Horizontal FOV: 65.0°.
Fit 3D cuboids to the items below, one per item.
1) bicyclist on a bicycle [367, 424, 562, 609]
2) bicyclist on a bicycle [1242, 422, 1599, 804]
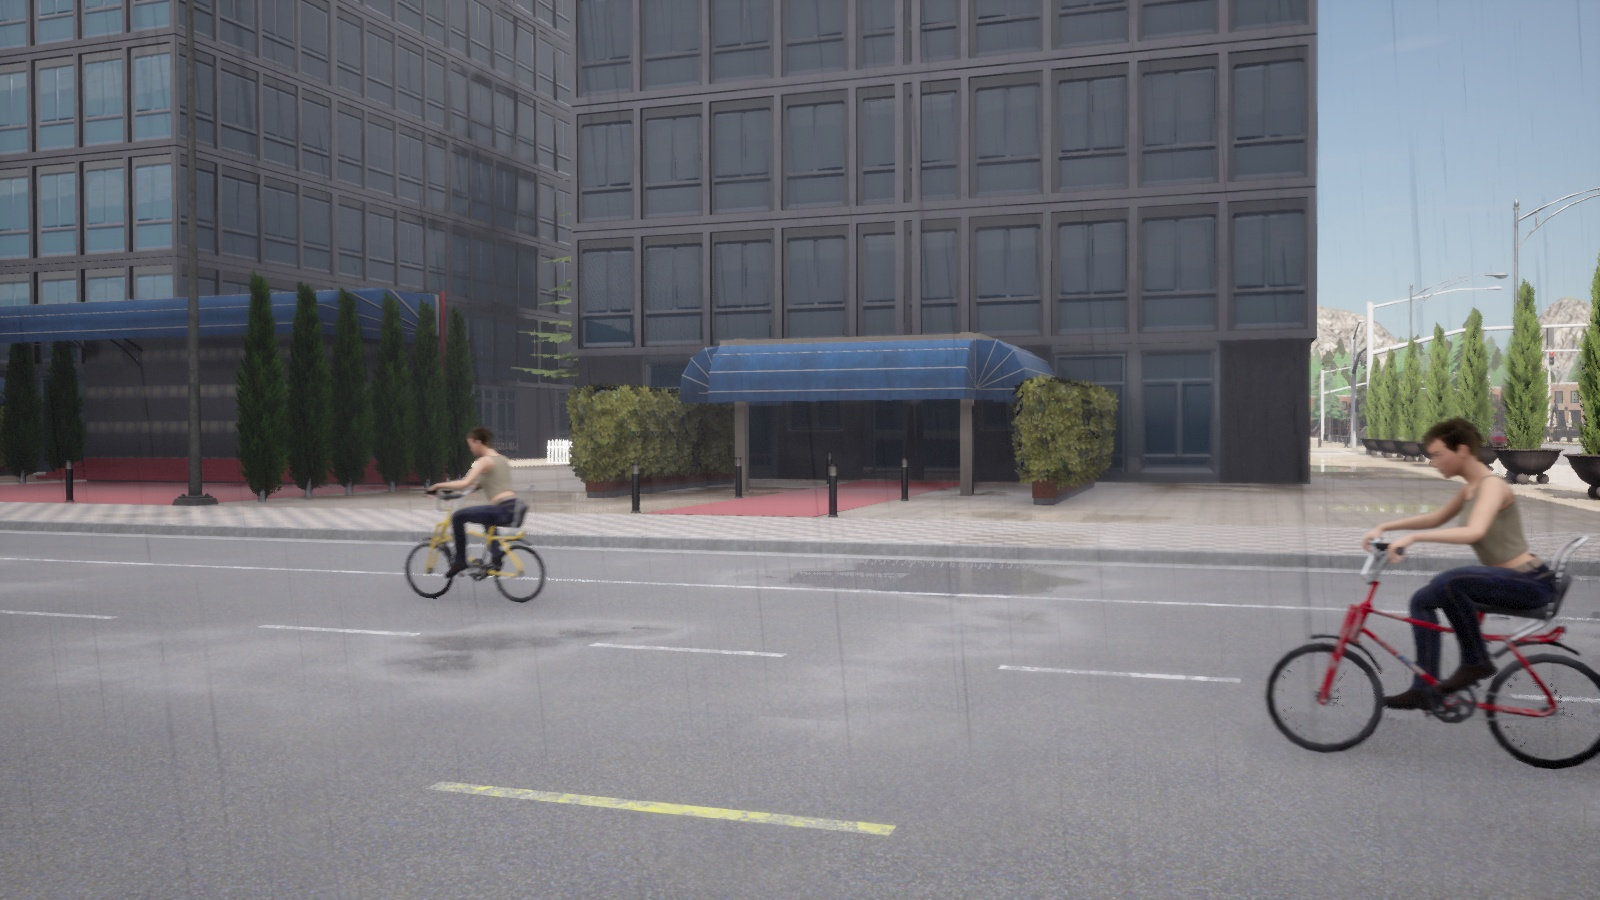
[{"bbox_3d":[-3.075,0.566,11.567,1.509,1.612,0.866,1,1,19],"label":"bicyclist on a bicycle"},{"bbox_3d":[2.899,0.679,5.914,1.509,1.612,0.866,0,1,18],"label":"bicyclist on a bicycle"}]
